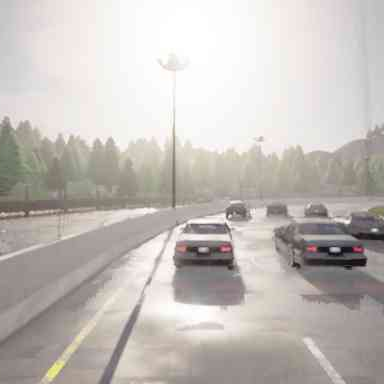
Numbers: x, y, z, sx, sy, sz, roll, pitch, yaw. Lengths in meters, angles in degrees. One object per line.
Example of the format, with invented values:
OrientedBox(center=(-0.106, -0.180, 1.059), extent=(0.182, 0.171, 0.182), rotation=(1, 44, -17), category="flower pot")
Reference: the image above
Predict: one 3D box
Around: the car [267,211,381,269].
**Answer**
OrientedBox(center=(4.014, 1.590, 11.340), extent=(2.033, 1.411, 5.357), rotation=(0, 0, 5), category="car")

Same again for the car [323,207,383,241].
OrientedBox(center=(8.153, 1.625, 16.320), extent=(1.994, 1.385, 4.181), rotation=(0, 0, 8), category="car")

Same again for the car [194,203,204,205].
OrientedBox(center=(2.265, 1.578, 61.018), extent=(2.097, 1.767, 4.553), rotation=(0, 0, 32), category="car")

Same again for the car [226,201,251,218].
OrientedBox(center=(4.425, 1.622, 31.560), extent=(1.837, 1.490, 4.892), rotation=(0, 0, 17), category="car")

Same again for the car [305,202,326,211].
OrientedBox(center=(11.853, 1.682, 31.846), extent=(1.994, 1.385, 4.181), rotation=(0, 0, 18), category="car")

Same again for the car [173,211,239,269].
OrientedBox(center=(0.506, 1.590, 11.348), extent=(2.033, 1.411, 5.357), rotation=(0, 0, 5), category="car")

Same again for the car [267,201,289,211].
OrientedBox(center=(8.520, 1.600, 32.928), extent=(1.882, 1.535, 5.008), rotation=(0, 0, 18), category="car")
